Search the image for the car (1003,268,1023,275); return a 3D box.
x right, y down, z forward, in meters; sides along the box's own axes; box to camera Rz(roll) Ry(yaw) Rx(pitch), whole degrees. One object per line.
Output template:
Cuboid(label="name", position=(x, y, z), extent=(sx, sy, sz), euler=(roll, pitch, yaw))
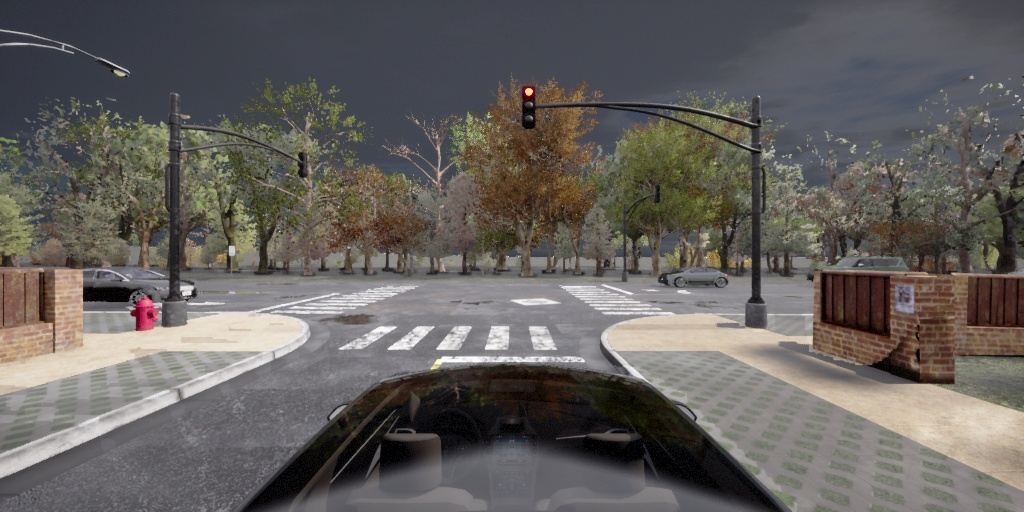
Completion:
Cuboid(label="car", position=(35.765, 1.372, 23.949), extent=(4.902, 1.511, 2.128), euler=(0, 0, 0))

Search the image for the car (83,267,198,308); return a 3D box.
Cuboid(label="car", position=(-15.114, 1.183, 13.975), extent=(4.902, 1.511, 2.128), euler=(0, 0, 0))

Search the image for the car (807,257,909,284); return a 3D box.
Cuboid(label="car", position=(23.046, 1.062, 23.960), extent=(5.566, 2.045, 2.150), euler=(0, 0, 0))

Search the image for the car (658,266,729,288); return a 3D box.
Cuboid(label="car", position=(12.035, 1.368, 23.951), extent=(4.181, 1.385, 1.994), euler=(0, 0, 0))
